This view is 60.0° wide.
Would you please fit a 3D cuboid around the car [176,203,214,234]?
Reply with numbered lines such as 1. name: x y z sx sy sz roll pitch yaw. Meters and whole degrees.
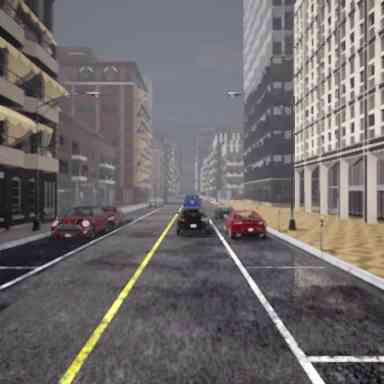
1. car: 0.075 1.569 19.321 1.812 1.442 4.674 0 0 0

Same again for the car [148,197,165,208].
1. car: -5.757 1.676 51.213 2.008 1.369 4.403 0 0 0

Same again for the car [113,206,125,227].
1. car: -5.720 1.634 22.970 1.802 1.307 4.206 0 0 0

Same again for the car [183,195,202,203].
1. car: 0.050 1.319 40.641 2.150 2.045 5.566 0 0 0

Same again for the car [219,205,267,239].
1. car: 2.667 1.583 17.332 1.887 1.381 4.507 0 0 0

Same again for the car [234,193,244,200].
1. car: 14.580 1.263 89.767 5.009 1.841 2.192 -1 1 -1

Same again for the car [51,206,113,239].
1. car: -5.713 1.480 17.322 1.967 1.590 4.097 0 0 0

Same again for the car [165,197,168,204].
1. car: -5.763 1.692 56.861 2.008 1.369 4.403 0 0 0

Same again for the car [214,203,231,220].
1. car: 2.653 1.616 28.629 2.008 1.369 4.403 0 0 0
